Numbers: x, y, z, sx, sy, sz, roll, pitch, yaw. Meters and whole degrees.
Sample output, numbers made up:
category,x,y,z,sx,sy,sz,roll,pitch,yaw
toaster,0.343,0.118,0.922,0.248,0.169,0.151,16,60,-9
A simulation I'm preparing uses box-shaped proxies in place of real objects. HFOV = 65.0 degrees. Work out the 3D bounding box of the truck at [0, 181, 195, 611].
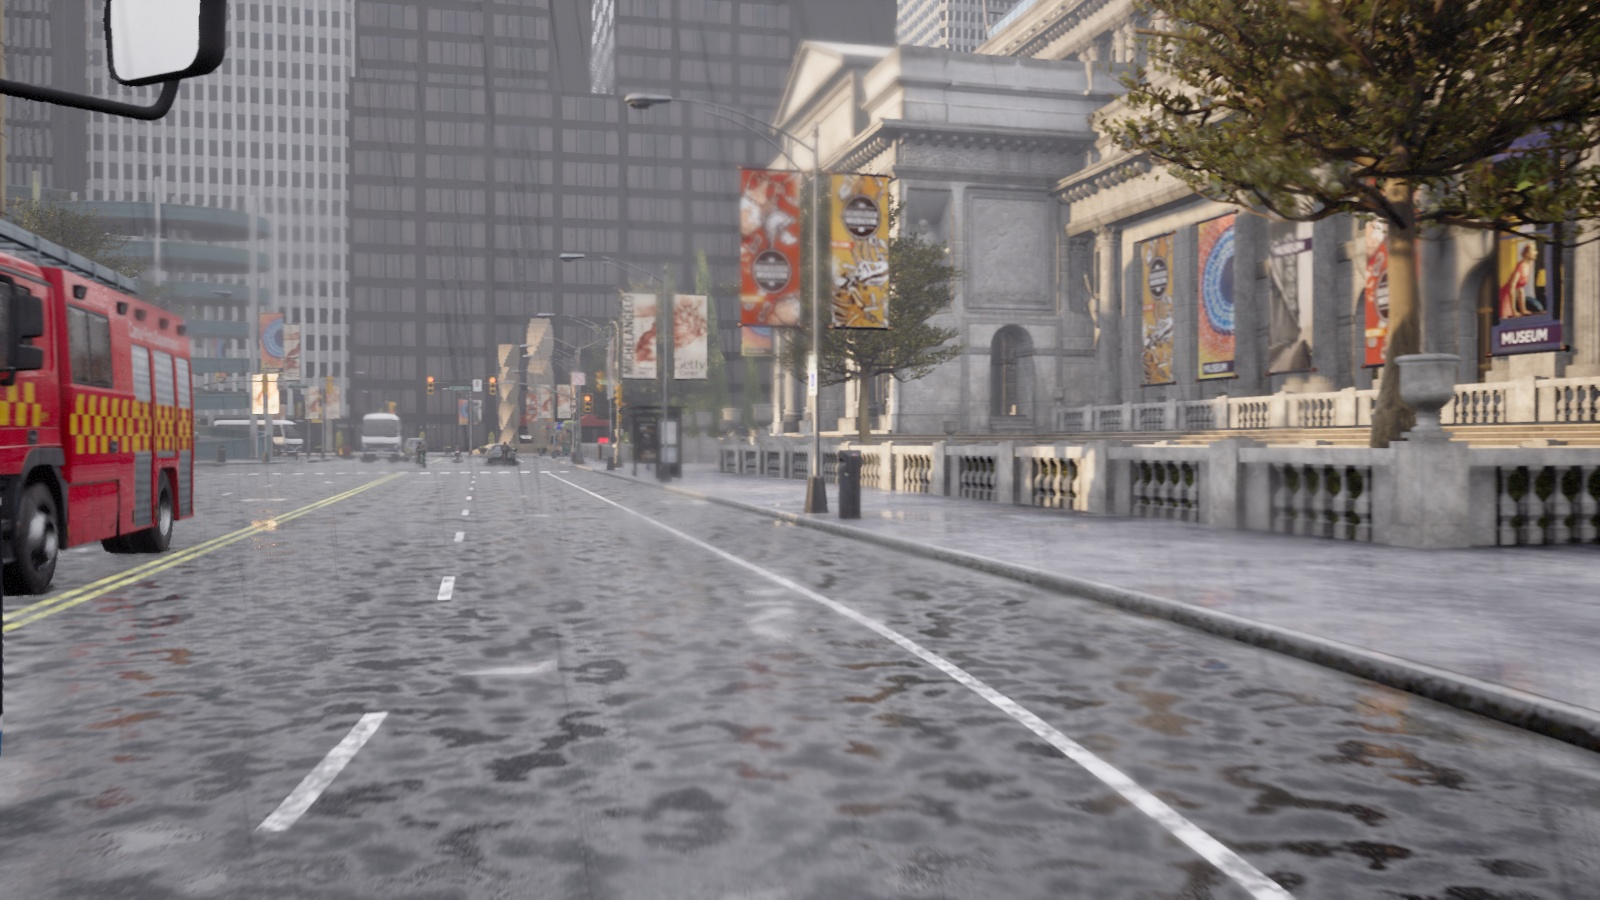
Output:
category,x,y,z,sx,sy,sz,roll,pitch,yaw
truck,-9.384,-0.499,14.243,2.891,3.827,8.468,0,0,-14

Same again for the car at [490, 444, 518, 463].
category,x,y,z,sx,sy,sz,roll,pitch,yaw
car,-22.363,0.276,94.650,1.994,1.385,4.181,0,0,-14
